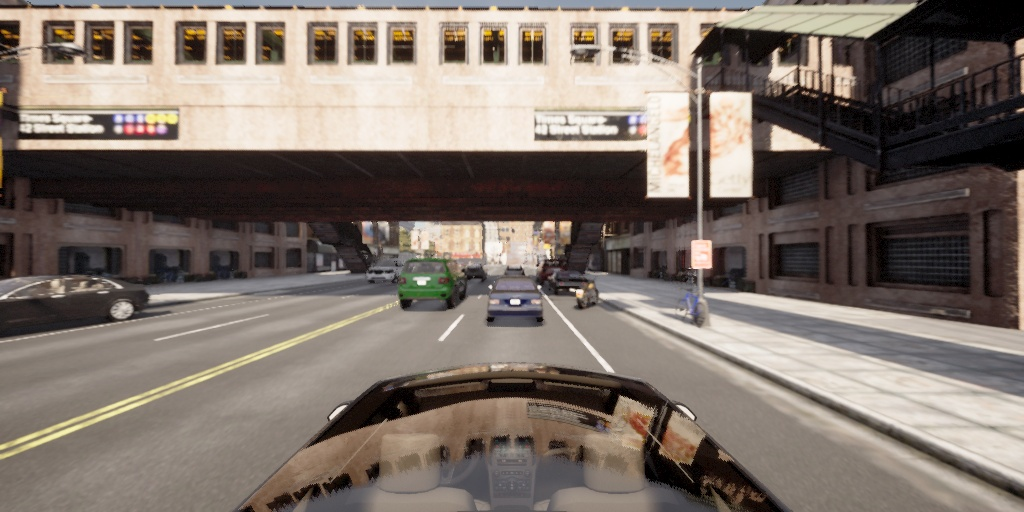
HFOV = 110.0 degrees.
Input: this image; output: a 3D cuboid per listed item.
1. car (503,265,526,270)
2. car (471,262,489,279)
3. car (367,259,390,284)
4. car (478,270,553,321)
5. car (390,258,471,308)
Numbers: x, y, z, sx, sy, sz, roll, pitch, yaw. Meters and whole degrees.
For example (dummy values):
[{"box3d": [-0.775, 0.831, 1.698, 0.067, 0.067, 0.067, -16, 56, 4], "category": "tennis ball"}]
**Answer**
[{"box3d": [0.222, 1.547, 32.851, 2.128, 1.511, 4.902, 0, -1, 0], "category": "car"}, {"box3d": [-3.277, 1.561, 32.913, 1.837, 1.490, 4.892, 0, -1, 0], "category": "car"}, {"box3d": [-10.469, 1.257, 30.808, 2.150, 2.045, 5.566, 0, -1, 0], "category": "car"}, {"box3d": [0.107, 1.408, 12.942, 2.033, 1.411, 5.357, 0, -1, 0], "category": "car"}, {"box3d": [-3.368, 1.114, 16.144, 2.150, 2.045, 5.566, 0, 0, 0], "category": "car"}]
